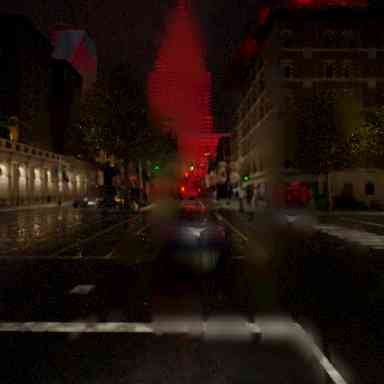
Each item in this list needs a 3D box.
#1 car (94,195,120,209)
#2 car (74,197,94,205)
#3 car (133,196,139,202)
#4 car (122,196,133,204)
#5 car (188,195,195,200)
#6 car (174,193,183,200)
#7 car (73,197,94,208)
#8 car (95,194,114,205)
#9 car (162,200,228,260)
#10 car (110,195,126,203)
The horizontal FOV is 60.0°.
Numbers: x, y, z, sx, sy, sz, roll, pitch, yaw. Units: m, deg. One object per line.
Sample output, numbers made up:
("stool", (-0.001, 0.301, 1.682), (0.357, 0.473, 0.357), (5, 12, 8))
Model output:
("car", (-11.588, 1.484, 45.970), (1.812, 1.442, 4.674), (0, 0, 0))
("car", (-18.257, 1.543, 56.622), (1.895, 1.301, 4.718), (0, 0, 0))
("car", (-11.508, 1.504, 64.991), (1.994, 1.385, 4.181), (0, 0, 0))
("car", (-11.536, 1.427, 55.117), (1.882, 1.535, 5.008), (0, 0, 1))
("car", (-0.011, 1.463, 85.342), (2.033, 1.411, 5.357), (0, 0, 0))
("car", (-3.511, 1.148, 85.578), (2.150, 2.045, 5.566), (0, 0, 0))
("car", (-15.083, 1.504, 47.131), (2.033, 1.411, 5.357), (0, 0, 0))
("car", (-15.007, 1.300, 57.241), (2.097, 1.767, 4.553), (0, 0, 0))
("car", (0.097, 1.341, 12.503), (2.097, 1.767, 4.553), (0, 0, 0))
("car", (-15.009, 1.460, 67.643), (2.128, 1.511, 4.902), (0, 0, 0))
